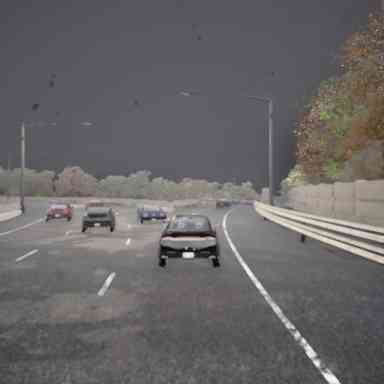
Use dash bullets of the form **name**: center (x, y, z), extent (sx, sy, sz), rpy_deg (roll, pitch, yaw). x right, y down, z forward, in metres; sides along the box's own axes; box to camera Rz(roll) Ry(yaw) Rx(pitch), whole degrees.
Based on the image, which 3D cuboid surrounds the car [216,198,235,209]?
- **car**: center (4.777, 1.633, 49.334), extent (1.882, 1.535, 5.008), rpy_deg (0, 0, 13)

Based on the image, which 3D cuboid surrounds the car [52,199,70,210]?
- **car**: center (-19.009, 1.804, 48.143), extent (1.994, 1.385, 4.181), rpy_deg (0, 0, -27)

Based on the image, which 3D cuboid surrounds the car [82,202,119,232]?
- **car**: center (-5.807, 1.602, 21.137), extent (1.837, 1.490, 4.892), rpy_deg (0, 0, -11)

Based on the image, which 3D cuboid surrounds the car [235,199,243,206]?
- **car**: center (7.772, 1.874, 61.406), extent (1.895, 1.301, 4.718), rpy_deg (0, -1, 14)

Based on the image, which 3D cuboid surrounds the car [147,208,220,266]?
- **car**: center (-0.053, 1.534, 11.639), extent (2.128, 1.511, 4.902), rpy_deg (0, 0, 1)

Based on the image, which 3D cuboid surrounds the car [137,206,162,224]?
- **car**: center (-3.305, 1.705, 26.170), extent (1.895, 1.301, 4.718), rpy_deg (0, 0, -14)

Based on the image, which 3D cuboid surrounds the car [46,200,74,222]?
- **car**: center (-11.020, 1.665, 27.941), extent (1.812, 1.442, 4.674), rpy_deg (0, 0, -16)

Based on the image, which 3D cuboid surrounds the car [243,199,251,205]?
- **car**: center (12.066, 2.445, 78.243), extent (2.033, 1.411, 5.357), rpy_deg (0, -3, 15)

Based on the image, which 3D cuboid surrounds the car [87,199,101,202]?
- **car**: center (-12.675, 1.676, 43.004), extent (1.882, 1.535, 5.008), rpy_deg (0, 0, -23)
